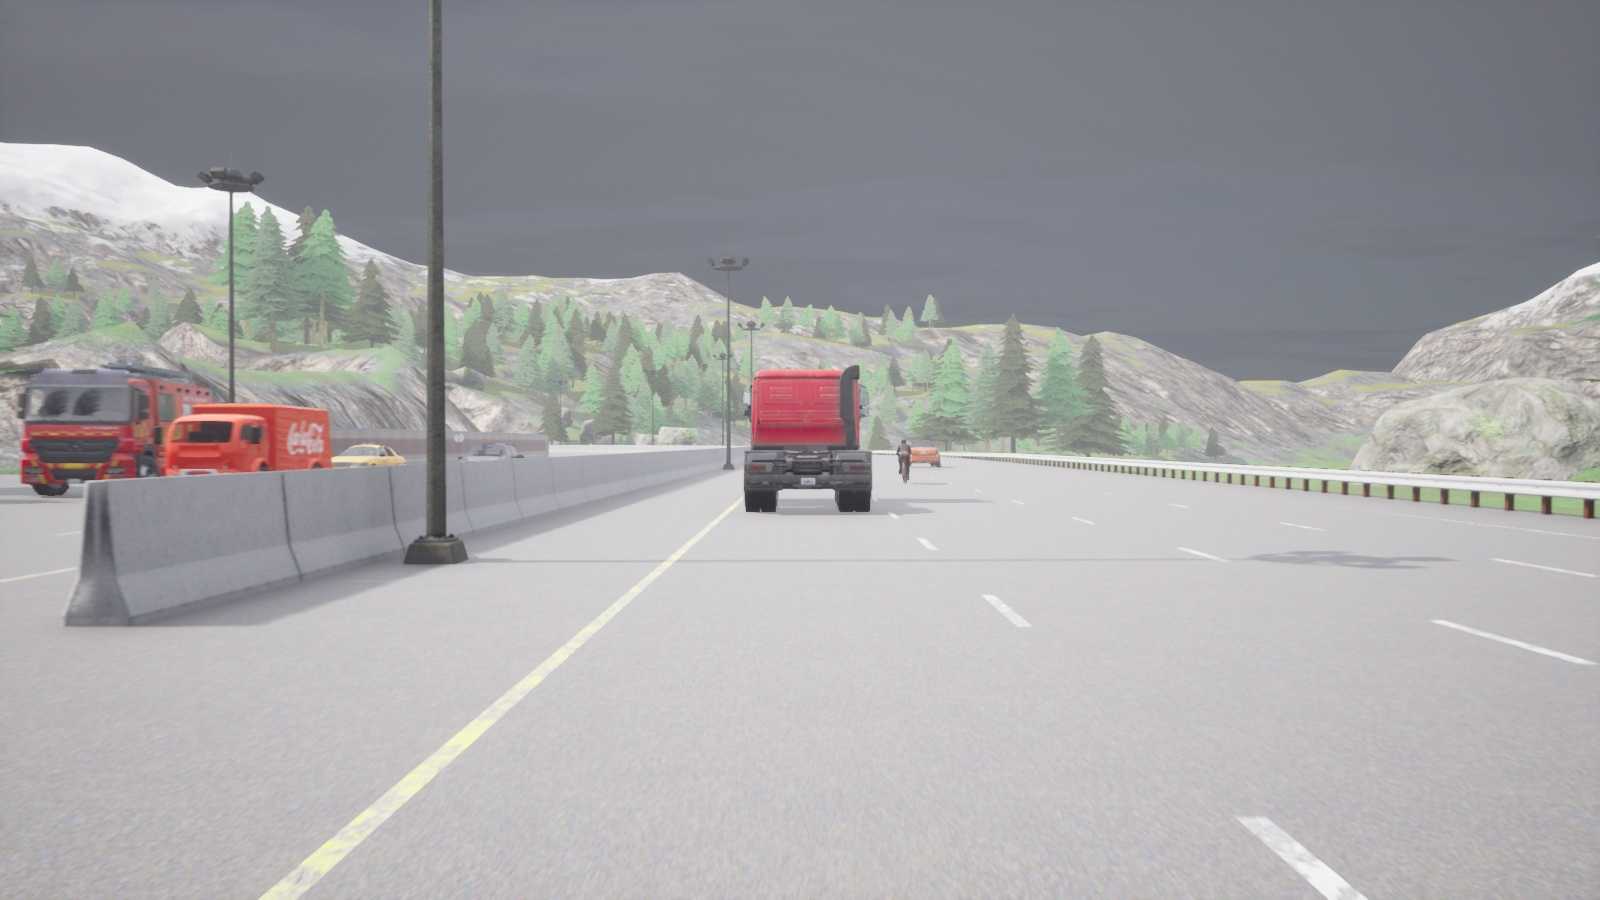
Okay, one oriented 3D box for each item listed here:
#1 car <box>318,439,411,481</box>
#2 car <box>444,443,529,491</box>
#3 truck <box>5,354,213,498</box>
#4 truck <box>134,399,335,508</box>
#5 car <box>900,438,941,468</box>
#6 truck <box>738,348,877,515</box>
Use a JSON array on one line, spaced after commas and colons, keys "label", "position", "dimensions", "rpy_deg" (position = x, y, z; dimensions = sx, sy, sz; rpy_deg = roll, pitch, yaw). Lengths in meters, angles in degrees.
[{"label": "car", "position": [-17.197, 0.397, 49.858], "dimensions": [1.801, 1.575, 5.366], "rpy_deg": [0, 0, 0]}, {"label": "car", "position": [-10.247, 0.519, 41.294], "dimensions": [1.845, 1.501, 3.633], "rpy_deg": [0, 0, 0]}, {"label": "truck", "position": [-20.448, -0.648, 37.846], "dimensions": [2.891, 3.827, 8.468], "rpy_deg": [0, 0, -10]}, {"label": "truck", "position": [-13.806, 0.077, 31.115], "dimensions": [2.627, 2.467, 5.204], "rpy_deg": [0, 0, 0]}, {"label": "car", "position": [7.468, 0.170, 78.161], "dimensions": [2.097, 1.767, 4.553], "rpy_deg": [0, 0, 0]}, {"label": "truck", "position": [0.152, -0.405, 30.037], "dimensions": [2.891, 3.462, 7.936], "rpy_deg": [0, 0, 0]}]
